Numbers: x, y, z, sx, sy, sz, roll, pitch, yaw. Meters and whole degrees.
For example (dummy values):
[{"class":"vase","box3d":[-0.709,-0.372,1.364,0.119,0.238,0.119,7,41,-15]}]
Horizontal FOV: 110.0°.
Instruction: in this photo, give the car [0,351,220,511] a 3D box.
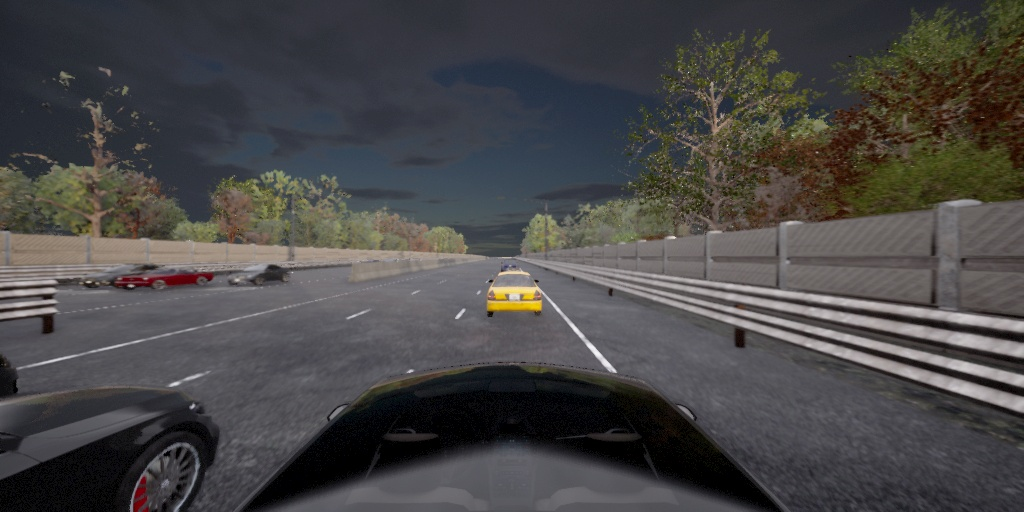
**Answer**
[{"class":"car","box3d":[-3.396,1.276,1.058,1.812,1.442,4.674,0,0,0]}]

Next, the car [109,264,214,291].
[{"class":"car","box3d":[-21.184,1.358,22.145,1.895,1.301,4.718,0,0,-1]}]

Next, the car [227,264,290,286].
[{"class":"car","box3d":[-17.708,1.283,25.387,1.812,1.442,4.674,0,0,-1]}]

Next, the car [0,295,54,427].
[{"class":"car","box3d":[-6.906,1.256,2.244,1.837,1.490,4.892,0,0,0]}]

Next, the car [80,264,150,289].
[{"class":"car","box3d":[-24.696,1.262,23.326,1.837,1.490,4.892,0,0,-1]}]

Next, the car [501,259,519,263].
[{"class":"car","box3d":[-0.209,1.112,42.135,2.097,1.767,4.553,0,0,-1]}]

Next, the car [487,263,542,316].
[{"class":"car","box3d":[0.064,1.209,13.290,1.801,1.575,5.366,0,0,0]}]
